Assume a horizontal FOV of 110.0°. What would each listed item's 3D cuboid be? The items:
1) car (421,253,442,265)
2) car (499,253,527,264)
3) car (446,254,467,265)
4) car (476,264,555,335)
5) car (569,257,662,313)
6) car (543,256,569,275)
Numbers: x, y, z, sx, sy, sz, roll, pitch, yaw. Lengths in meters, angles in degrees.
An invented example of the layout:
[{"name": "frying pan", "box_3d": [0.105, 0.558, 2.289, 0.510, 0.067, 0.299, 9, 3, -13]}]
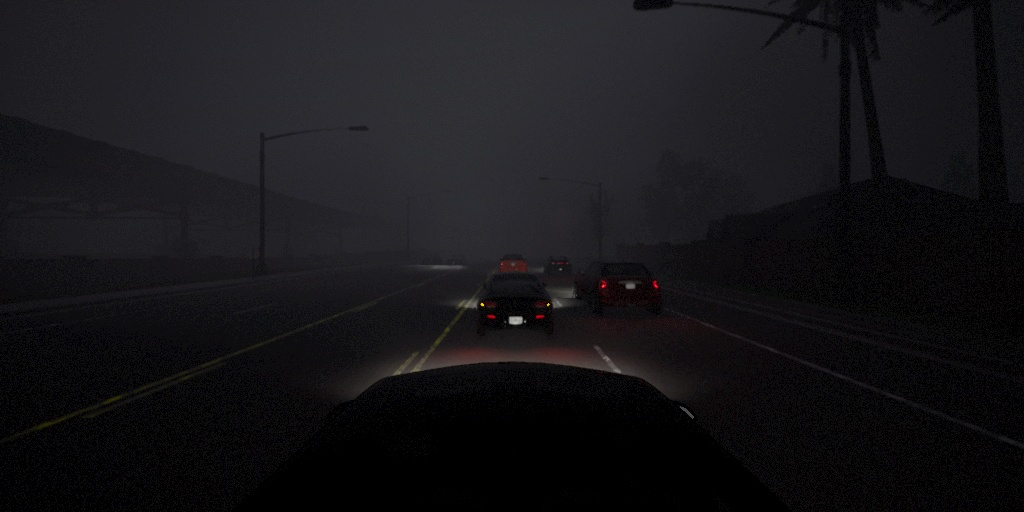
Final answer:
[{"name": "car", "box_3d": [-10.328, 0.366, 46.473, 1.812, 1.442, 4.674, 0, 1, 3]}, {"name": "car", "box_3d": [0.080, 0.583, 27.896, 2.097, 1.767, 4.553, 0, 1, 0]}, {"name": "car", "box_3d": [-6.948, 0.462, 45.272, 1.895, 1.301, 4.718, 0, 1, 2]}, {"name": "car", "box_3d": [0.070, 1.134, 9.834, 1.812, 1.442, 4.674, 0, 1, 0]}, {"name": "car", "box_3d": [3.582, 0.898, 12.939, 2.097, 1.767, 4.553, 0, 1, 0]}, {"name": "car", "box_3d": [3.583, 0.706, 28.756, 2.128, 1.511, 4.902, 0, 1, 0]}]
